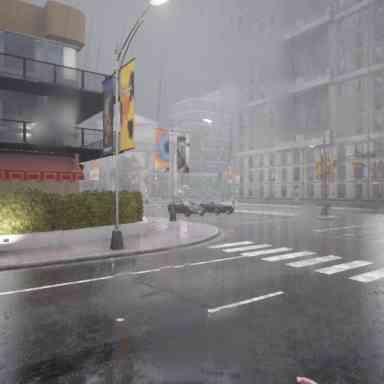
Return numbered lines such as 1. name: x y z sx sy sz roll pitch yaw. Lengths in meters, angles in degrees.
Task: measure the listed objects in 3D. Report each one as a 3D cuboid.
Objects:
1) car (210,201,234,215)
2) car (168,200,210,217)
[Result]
1. car: 2.204 1.601 34.094 1.895 1.301 4.718 0 0 -35
2. car: -0.647 1.526 32.065 1.812 1.442 4.674 0 0 -35
